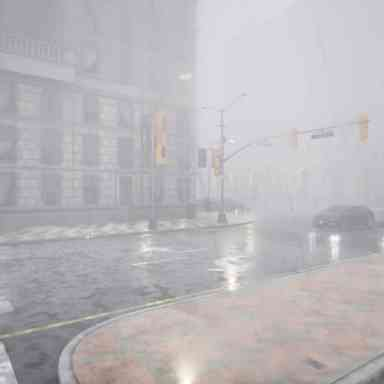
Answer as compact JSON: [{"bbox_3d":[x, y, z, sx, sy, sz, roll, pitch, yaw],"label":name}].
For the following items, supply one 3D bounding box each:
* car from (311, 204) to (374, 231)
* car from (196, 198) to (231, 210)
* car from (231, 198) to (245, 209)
[{"bbox_3d":[9.346,1.503,20.478,4.892,1.490,1.837,0,0,-35],"label":"car"},{"bbox_3d":[2.172,1.490,42.570,2.128,1.511,4.902,0,0,-36],"label":"car"},{"bbox_3d":[5.034,1.524,44.585,1.812,1.442,4.674,0,0,-36],"label":"car"}]
